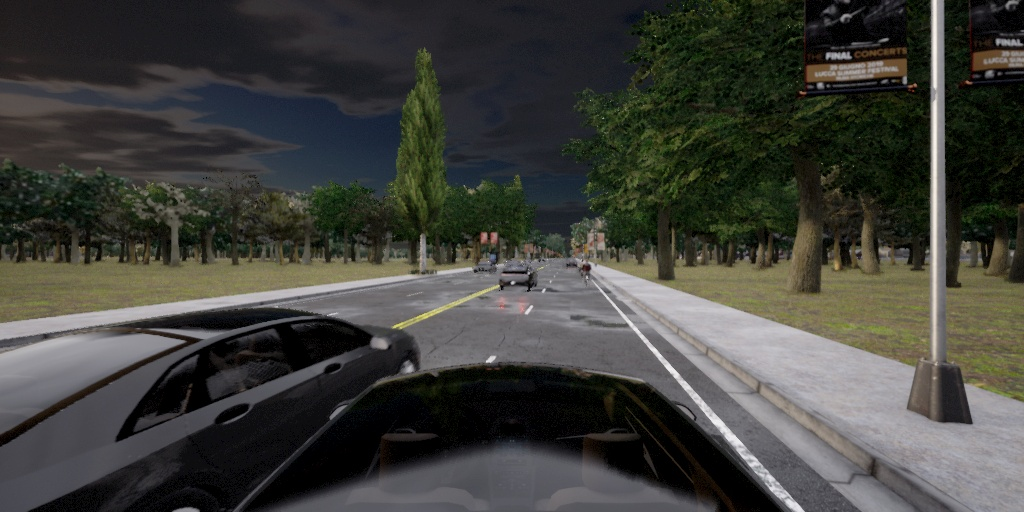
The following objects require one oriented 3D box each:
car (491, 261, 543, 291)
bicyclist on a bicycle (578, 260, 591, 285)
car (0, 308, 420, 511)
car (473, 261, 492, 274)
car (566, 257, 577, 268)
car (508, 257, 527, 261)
[{"bbox_3d":[0.462,1.235,21.672,2.128,1.511,4.902,0,0,9],"label":"car"},{"bbox_3d":[4.751,1.114,22.851,0.659,1.776,1.843,0,0,9],"label":"bicyclist on a bicycle"},{"bbox_3d":[-2.518,1.255,3.394,1.837,1.490,4.892,0,0,9],"label":"car"},{"bbox_3d":[-3.084,1.301,41.559,1.994,1.385,4.181,0,0,9],"label":"car"},{"bbox_3d":[10.380,1.334,62.322,1.895,1.301,4.718,0,0,9],"label":"car"},{"bbox_3d":[0.117,1.229,40.994,2.128,1.511,4.902,0,0,9],"label":"car"}]
